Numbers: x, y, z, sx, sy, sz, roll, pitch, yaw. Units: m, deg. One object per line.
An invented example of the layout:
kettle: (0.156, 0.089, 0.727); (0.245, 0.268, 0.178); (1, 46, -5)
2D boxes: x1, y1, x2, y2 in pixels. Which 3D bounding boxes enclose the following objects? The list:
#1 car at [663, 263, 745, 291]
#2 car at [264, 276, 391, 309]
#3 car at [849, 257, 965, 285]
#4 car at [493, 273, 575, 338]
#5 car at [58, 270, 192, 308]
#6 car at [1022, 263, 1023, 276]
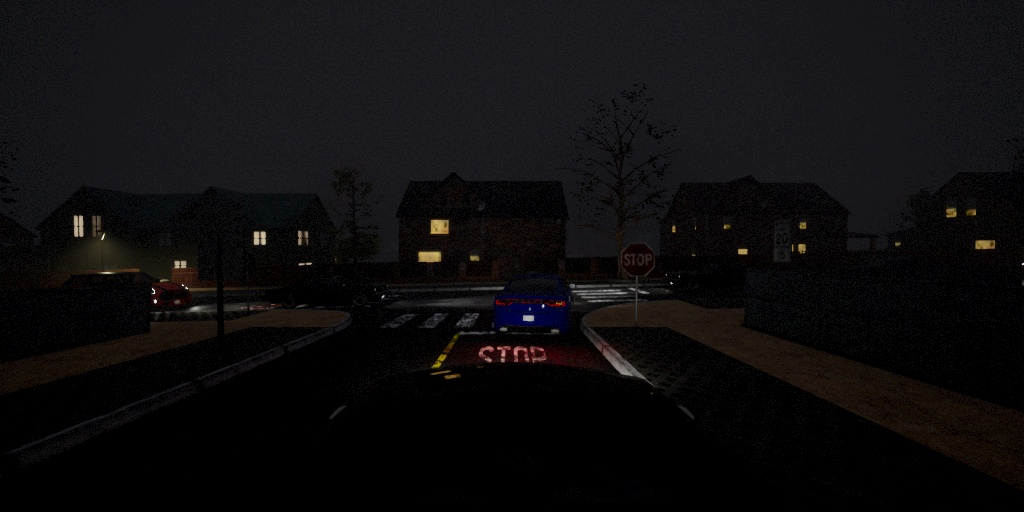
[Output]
car: (10.412, 1.034, 18.505); (4.718, 1.301, 1.895); (-1, 1, -1)
car: (-7.810, 1.506, 15.579); (4.718, 1.301, 1.895); (-1, 1, 0)
car: (20.057, 0.753, 18.541); (5.357, 1.411, 2.033); (-1, 1, 0)
car: (0.787, 1.227, 10.371); (1.882, 1.535, 5.008); (0, 0, 10)
car: (-16.798, 1.472, 15.572); (4.553, 1.767, 2.097); (-1, 1, 0)
car: (29.567, 0.335, 18.532); (4.553, 1.767, 2.097); (-1, 1, 0)
